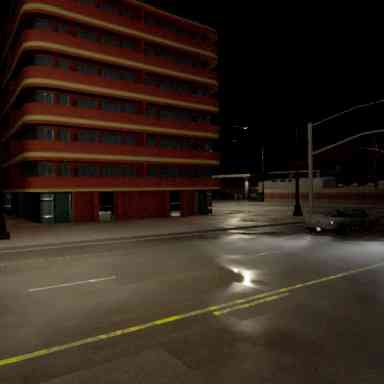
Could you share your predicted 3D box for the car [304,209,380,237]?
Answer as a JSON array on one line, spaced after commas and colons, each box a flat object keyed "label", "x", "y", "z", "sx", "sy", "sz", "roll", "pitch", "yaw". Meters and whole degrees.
[{"label": "car", "x": 8.342, "y": 1.610, "z": 18.438, "sx": 4.718, "sy": 1.301, "sz": 1.895, "roll": 0, "pitch": 0, "yaw": -35}]

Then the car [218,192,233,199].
[{"label": "car", "x": 8.918, "y": 0.930, "z": 86.185, "sx": 4.611, "sy": 1.667, "sz": 2.242, "roll": -1, "pitch": 1, "yaw": -35}]

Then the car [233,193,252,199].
[{"label": "car", "x": 12.890, "y": 1.061, "z": 81.963, "sx": 3.806, "sy": 1.475, "sz": 1.970, "roll": -1, "pitch": 1, "yaw": -35}]
